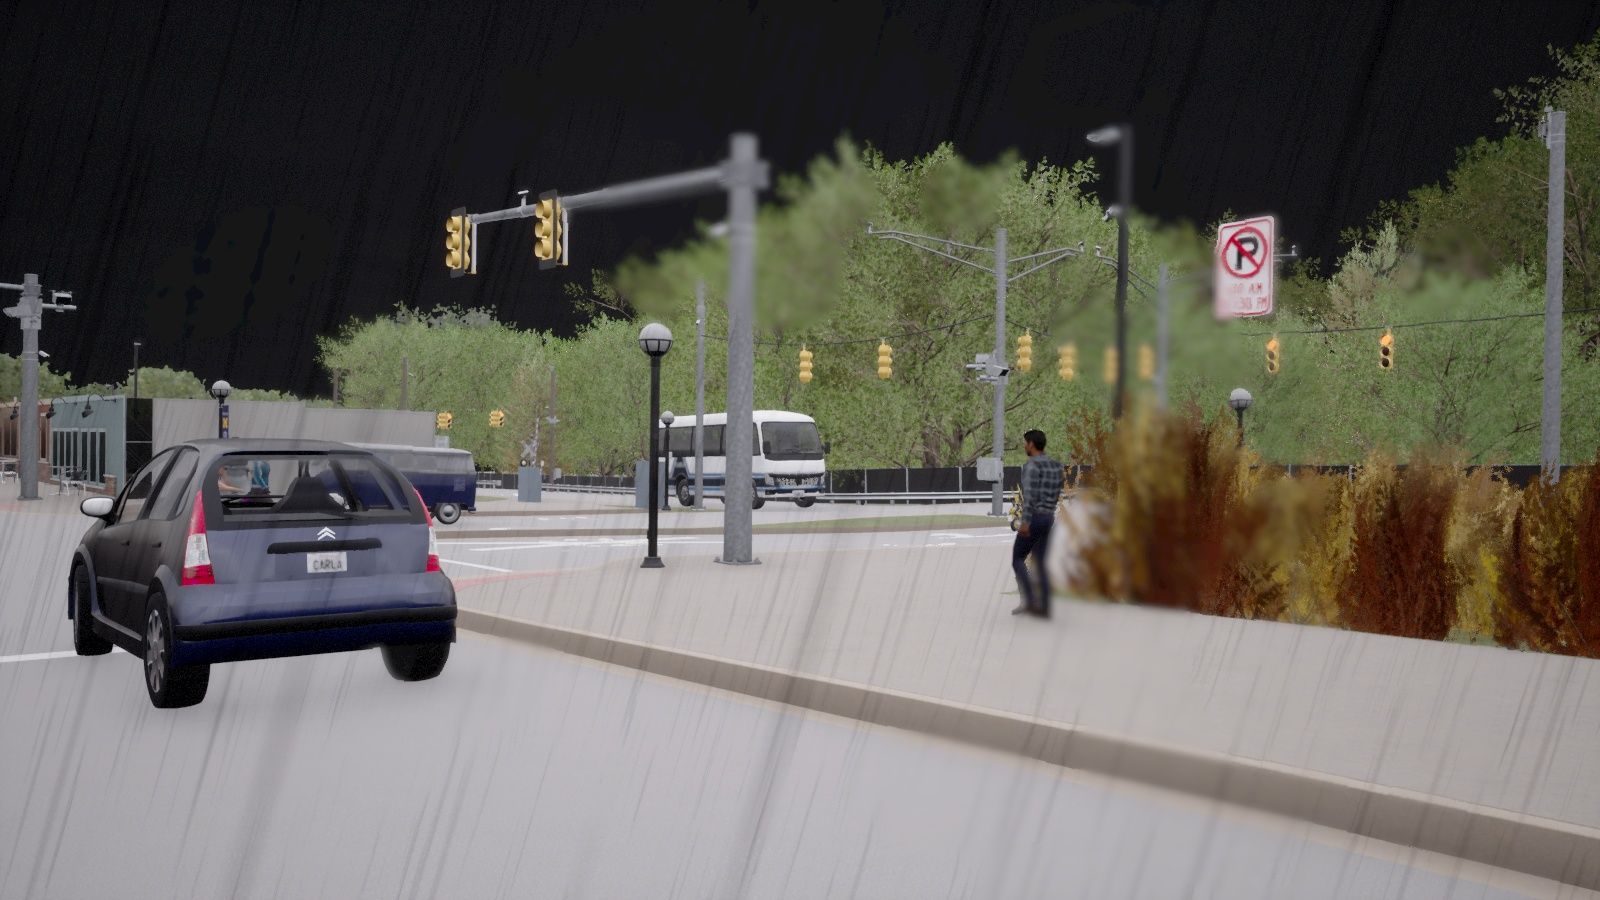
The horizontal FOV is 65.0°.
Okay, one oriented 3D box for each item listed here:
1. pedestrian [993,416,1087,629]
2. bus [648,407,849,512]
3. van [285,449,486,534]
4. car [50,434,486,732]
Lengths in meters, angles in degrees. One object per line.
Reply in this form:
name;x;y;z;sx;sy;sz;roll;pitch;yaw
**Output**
pedestrian;2.274;0.660;11.935;0.423;1.949;0.788;-1;1;-39
bus;-2.557;0.479;56.288;3.944;4.253;10.273;-1;-1;-35
van;-10.428;1.055;31.788;4.442;1.987;1.775;2;-2;-41
car;-3.969;0.760;8.959;1.851;1.617;3.988;-1;-1;-38
